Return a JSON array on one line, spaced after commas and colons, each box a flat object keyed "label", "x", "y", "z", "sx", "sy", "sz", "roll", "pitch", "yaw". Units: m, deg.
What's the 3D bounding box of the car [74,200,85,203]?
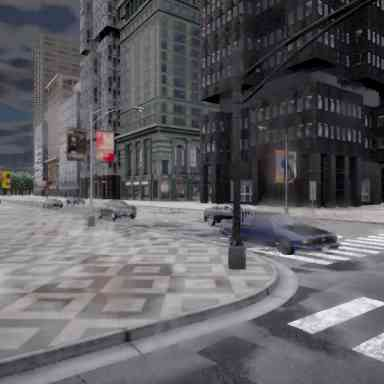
[{"label": "car", "x": -17.042, "y": 1.302, "z": 48.543, "sx": 1.895, "sy": 1.301, "sz": 4.718, "roll": 0, "pitch": 0, "yaw": -35}]

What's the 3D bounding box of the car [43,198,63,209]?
[{"label": "car", "x": -19.304, "y": 1.559, "z": 46.101, "sx": 1.994, "sy": 1.385, "sz": 4.181, "roll": 0, "pitch": 0, "yaw": -35}]

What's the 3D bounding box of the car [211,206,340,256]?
[{"label": "car", "x": 3.231, "y": 1.548, "z": 13.672, "sx": 2.033, "sy": 1.411, "sz": 5.357, "roll": 0, "pitch": 0, "yaw": -30}]

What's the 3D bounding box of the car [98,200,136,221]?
[{"label": "car", "x": -6.331, "y": 1.495, "z": 27.736, "sx": 1.837, "sy": 1.490, "sz": 4.892, "roll": 0, "pitch": 0, "yaw": -35}]

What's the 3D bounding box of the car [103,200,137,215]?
[{"label": "car", "x": -7.695, "y": 1.585, "z": 35.259, "sx": 1.895, "sy": 1.301, "sz": 4.718, "roll": 0, "pitch": 0, "yaw": -35}]

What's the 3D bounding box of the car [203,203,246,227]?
[{"label": "car", "x": 2.665, "y": 1.481, "z": 20.705, "sx": 2.128, "sy": 1.511, "sz": 4.902, "roll": 0, "pitch": 0, "yaw": -35}]
